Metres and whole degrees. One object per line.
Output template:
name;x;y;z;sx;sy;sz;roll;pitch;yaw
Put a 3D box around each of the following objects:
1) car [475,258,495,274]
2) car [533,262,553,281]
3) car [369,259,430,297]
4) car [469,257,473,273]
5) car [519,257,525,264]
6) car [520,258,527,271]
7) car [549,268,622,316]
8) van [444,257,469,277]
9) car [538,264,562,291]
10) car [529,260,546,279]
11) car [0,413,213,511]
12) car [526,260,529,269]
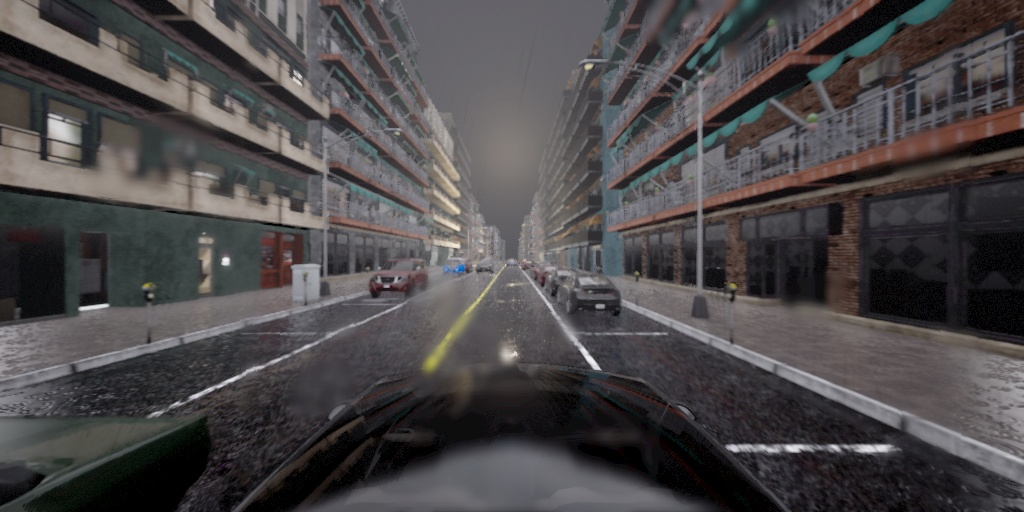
car;-3.089;1.257;41.625;1.837;1.490;4.892;0;0;0
car;2.689;1.289;24.445;1.888;1.381;4.507;0;0;0
car;-5.691;1.060;18.803;2.192;1.841;5.009;0;0;0
car;-5.692;1.068;41.448;2.192;1.841;5.009;0;0;0
car;2.687;1.339;64.074;1.888;1.381;4.507;0;0;0
car;2.349;1.290;48.716;1.812;1.442;4.674;0;0;0
car;2.690;1.297;13.120;2.007;1.370;4.403;0;0;0
van;-5.692;1.086;35.789;1.690;1.789;3.998;0;0;0
car;2.690;1.296;18.783;2.007;1.370;4.403;0;0;0
car;2.689;1.184;30.105;1.967;1.591;4.097;0;0;0
car;-3.100;1.351;0.322;1.895;1.301;4.718;0;0;0
car;2.689;1.327;35.768;1.802;1.307;4.207;0;0;0
